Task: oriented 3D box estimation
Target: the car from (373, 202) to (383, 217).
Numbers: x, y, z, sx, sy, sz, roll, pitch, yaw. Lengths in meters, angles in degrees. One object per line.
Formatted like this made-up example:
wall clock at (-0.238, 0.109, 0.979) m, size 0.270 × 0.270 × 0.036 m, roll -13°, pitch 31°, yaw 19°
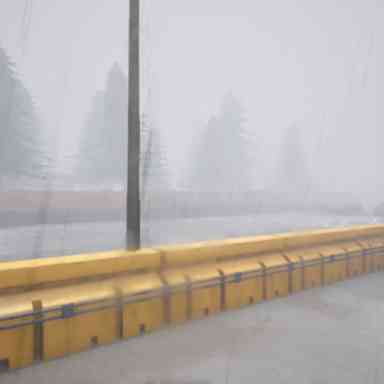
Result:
car at (19.278, 1.647, 32.270) m, size 4.892 × 1.490 × 1.837 m, roll 0°, pitch 0°, yaw -43°

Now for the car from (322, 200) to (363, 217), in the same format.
car at (15.397, 1.609, 33.470) m, size 5.008 × 1.535 × 1.882 m, roll 0°, pitch 0°, yaw -42°

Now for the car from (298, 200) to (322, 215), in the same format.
car at (13.462, 1.610, 36.425) m, size 5.008 × 1.535 × 1.882 m, roll 0°, pitch 0°, yaw -42°
